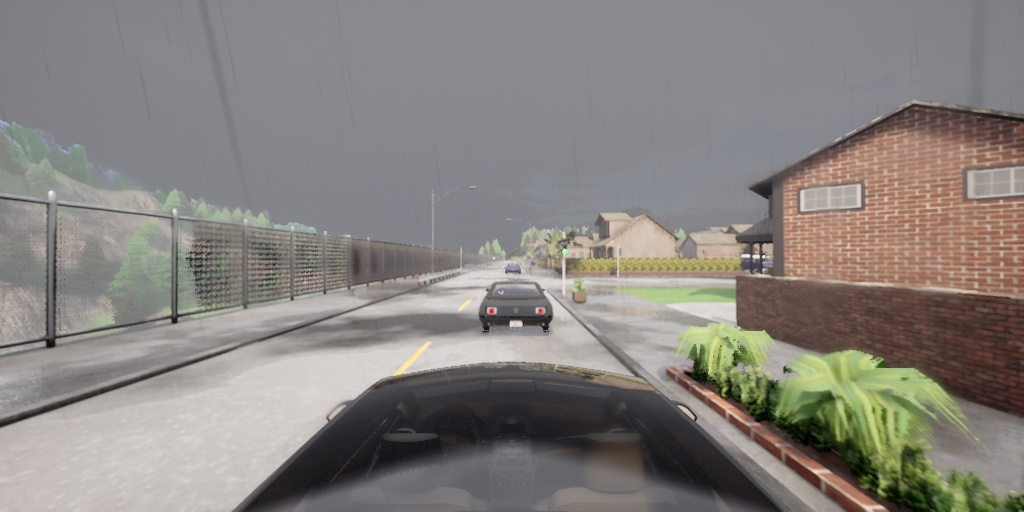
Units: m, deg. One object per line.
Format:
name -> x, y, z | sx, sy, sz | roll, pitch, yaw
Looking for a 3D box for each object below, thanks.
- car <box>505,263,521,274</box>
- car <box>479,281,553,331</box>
car -> 0.135, 1.597, 46.193 | 1.994, 1.385, 4.181 | 0, 0, 0
car -> 0.106, 1.411, 11.180 | 1.895, 1.301, 4.718 | 0, 0, 0
